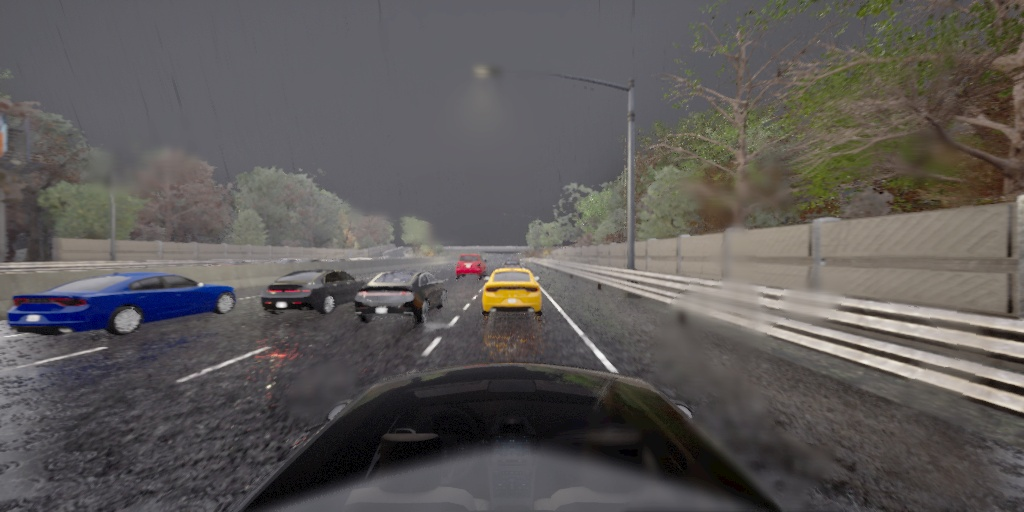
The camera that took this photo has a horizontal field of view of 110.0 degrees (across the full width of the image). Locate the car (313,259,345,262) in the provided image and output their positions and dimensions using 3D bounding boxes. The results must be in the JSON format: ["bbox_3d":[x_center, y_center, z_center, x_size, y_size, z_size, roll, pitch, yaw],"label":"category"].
[{"bbox_3d":[-21.051,1.155,42.958,2.033,1.411,5.357,0,0,0],"label":"car"}]

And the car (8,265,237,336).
[{"bbox_3d":[-10.395,1.190,10.262,1.882,1.535,5.008,0,0,0],"label":"car"}]

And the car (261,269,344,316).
[{"bbox_3d":[-6.897,1.210,13.152,1.837,1.490,4.892,0,0,0],"label":"car"}]

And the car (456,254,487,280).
[{"bbox_3d":[-3.391,0.872,30.523,2.150,2.045,5.566,0,0,0],"label":"car"}]

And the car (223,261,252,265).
[{"bbox_3d":[-31.548,1.205,41.027,1.895,1.301,4.718,0,0,1],"label":"car"}]

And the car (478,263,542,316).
[{"bbox_3d":[0.003,1.188,13.250,1.882,1.535,5.008,0,0,0],"label":"car"}]

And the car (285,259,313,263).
[{"bbox_3d":[-24.547,1.109,43.227,1.837,1.490,4.892,0,0,0],"label":"car"}]

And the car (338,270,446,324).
[{"bbox_3d":[-3.397,1.204,11.753,2.128,1.511,4.902,0,0,0],"label":"car"}]

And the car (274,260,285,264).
[{"bbox_3d":[-28.034,1.146,44.825,2.033,1.411,5.357,0,0,1],"label":"car"}]

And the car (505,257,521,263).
[{"bbox_3d":[0.011,1.131,35.332,2.128,1.511,4.902,0,0,0],"label":"car"}]
